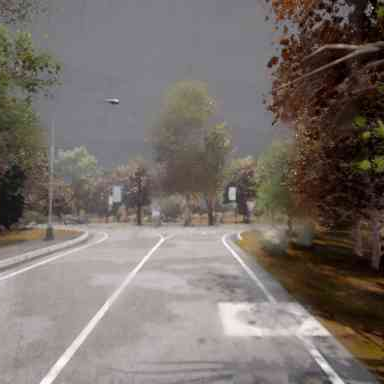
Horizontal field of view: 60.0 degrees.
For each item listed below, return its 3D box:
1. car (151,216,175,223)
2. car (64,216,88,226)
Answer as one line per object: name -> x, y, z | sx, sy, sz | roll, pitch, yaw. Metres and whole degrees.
car -> -5.830, 5.645, 67.438 | 4.892, 1.490, 1.837 | 1, -6, -8
car -> -19.084, 4.792, 55.031 | 2.128, 1.511, 4.902 | -2, -5, 15
